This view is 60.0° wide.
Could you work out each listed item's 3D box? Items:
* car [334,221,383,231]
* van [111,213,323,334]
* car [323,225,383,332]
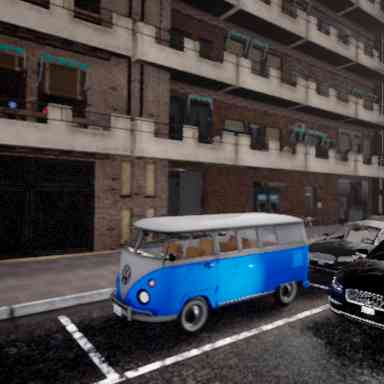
[{"bbox_3d":[5.068,1.558,9.703,4.403,1.369,2.008,0,1,-36],"label":"car"},{"bbox_3d":[0.540,1.341,6.466,3.998,1.788,1.690,0,1,-36],"label":"van"},{"bbox_3d":[4.586,1.509,6.347,4.892,1.490,1.837,0,0,-36],"label":"car"}]
